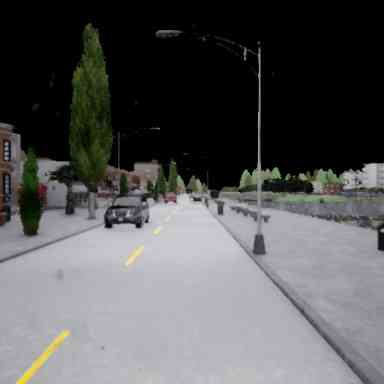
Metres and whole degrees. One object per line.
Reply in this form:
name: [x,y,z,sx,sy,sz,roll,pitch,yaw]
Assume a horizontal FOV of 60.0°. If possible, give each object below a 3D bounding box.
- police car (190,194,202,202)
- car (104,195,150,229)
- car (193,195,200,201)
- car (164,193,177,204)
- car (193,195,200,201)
police car: [1.164,1.433,74.327,1.930,1.638,5.238,0,0,0]
car: [-4.104,1.224,21.887,2.150,2.045,5.566,0,0,0]
car: [1.179,1.535,84.214,1.812,1.442,4.674,0,0,0]
car: [-4.035,1.230,63.370,2.150,2.045,5.566,0,0,1]
car: [1.177,1.515,90.214,1.837,1.490,4.892,0,0,0]
